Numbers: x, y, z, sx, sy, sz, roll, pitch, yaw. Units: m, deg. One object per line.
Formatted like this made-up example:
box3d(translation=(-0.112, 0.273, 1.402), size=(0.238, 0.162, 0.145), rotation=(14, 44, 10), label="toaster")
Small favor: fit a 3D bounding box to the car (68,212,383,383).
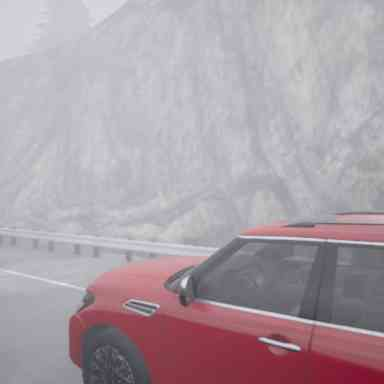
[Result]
box3d(translation=(1.267, 1.214, 3.001), size=(5.566, 2.045, 2.150), rotation=(0, 0, 35), label="car")
